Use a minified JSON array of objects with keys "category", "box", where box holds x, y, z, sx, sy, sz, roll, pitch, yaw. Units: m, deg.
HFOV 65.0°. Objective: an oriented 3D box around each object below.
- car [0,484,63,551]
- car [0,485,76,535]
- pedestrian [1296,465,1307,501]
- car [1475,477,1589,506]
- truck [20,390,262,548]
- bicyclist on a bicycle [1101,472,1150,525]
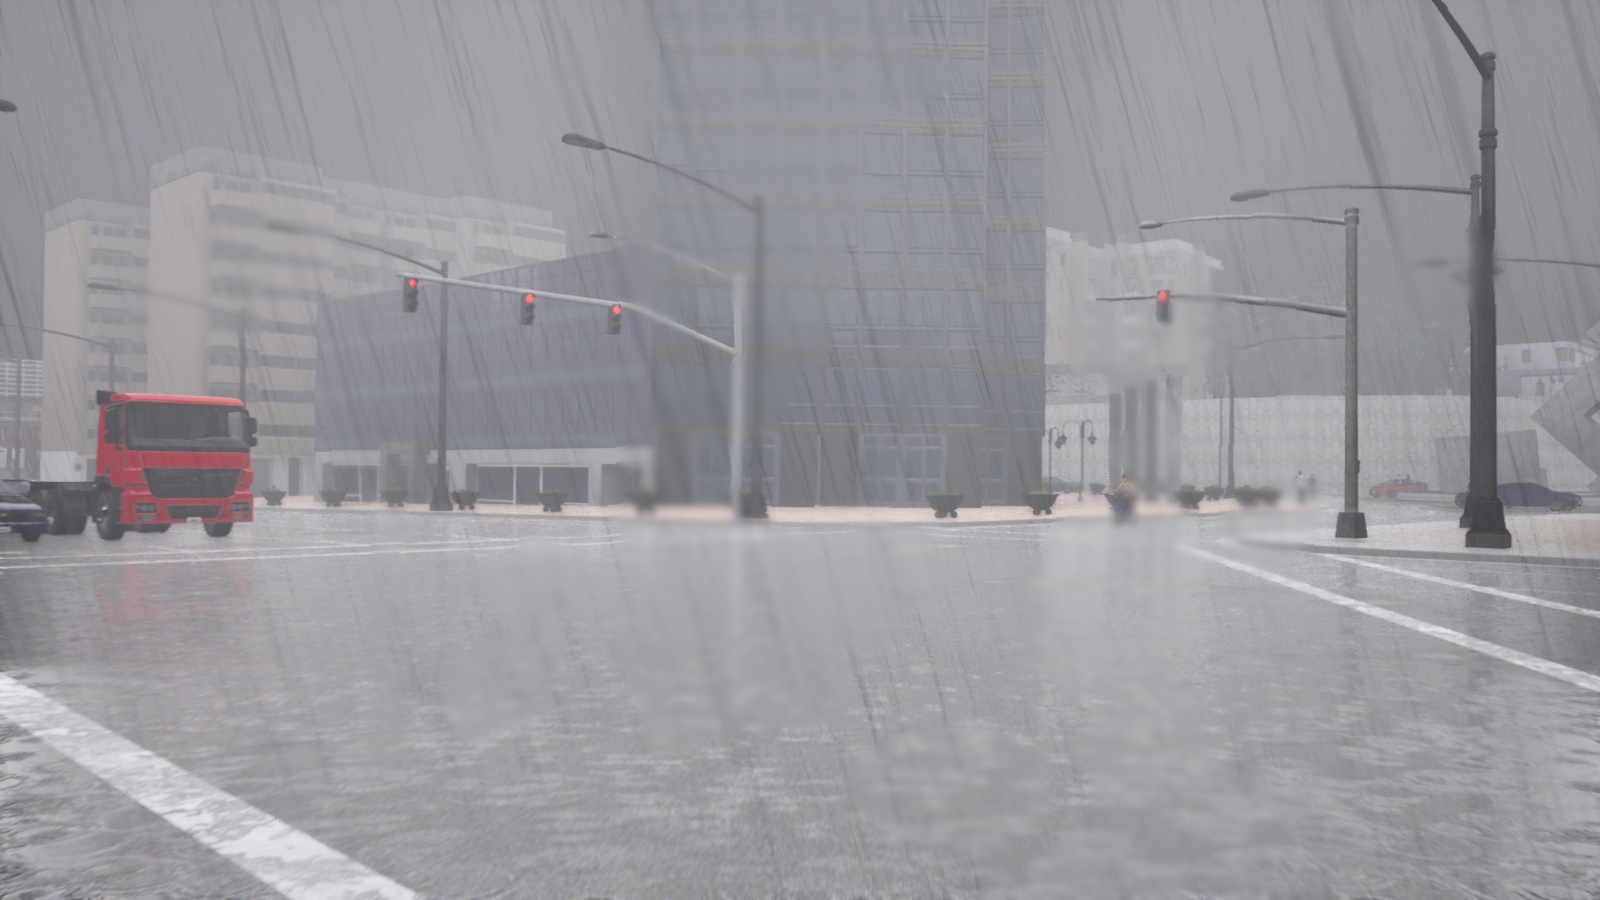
[{"category":"car","box":[-18.694,1.488,28.446,5.357,1.411,2.033,-2,-2,44]},{"category":"car","box":[-24.189,1.801,38.474,5.357,1.411,2.033,-2,-2,44]},{"category":"pedestrian","box":[25.799,1.714,64.574,0.354,1.836,0.706,0,-1,8]},{"category":"car","box":[37.378,2.094,64.190,1.812,1.442,4.674,1,-1,-42]},{"category":"truck","box":[-16.550,0.520,31.253,7.936,3.462,2.891,-2,-2,43]},{"category":"bicyclist on a bicycle","box":[10.270,1.512,39.554,0.866,1.612,1.509,-1,-1,44]}]
